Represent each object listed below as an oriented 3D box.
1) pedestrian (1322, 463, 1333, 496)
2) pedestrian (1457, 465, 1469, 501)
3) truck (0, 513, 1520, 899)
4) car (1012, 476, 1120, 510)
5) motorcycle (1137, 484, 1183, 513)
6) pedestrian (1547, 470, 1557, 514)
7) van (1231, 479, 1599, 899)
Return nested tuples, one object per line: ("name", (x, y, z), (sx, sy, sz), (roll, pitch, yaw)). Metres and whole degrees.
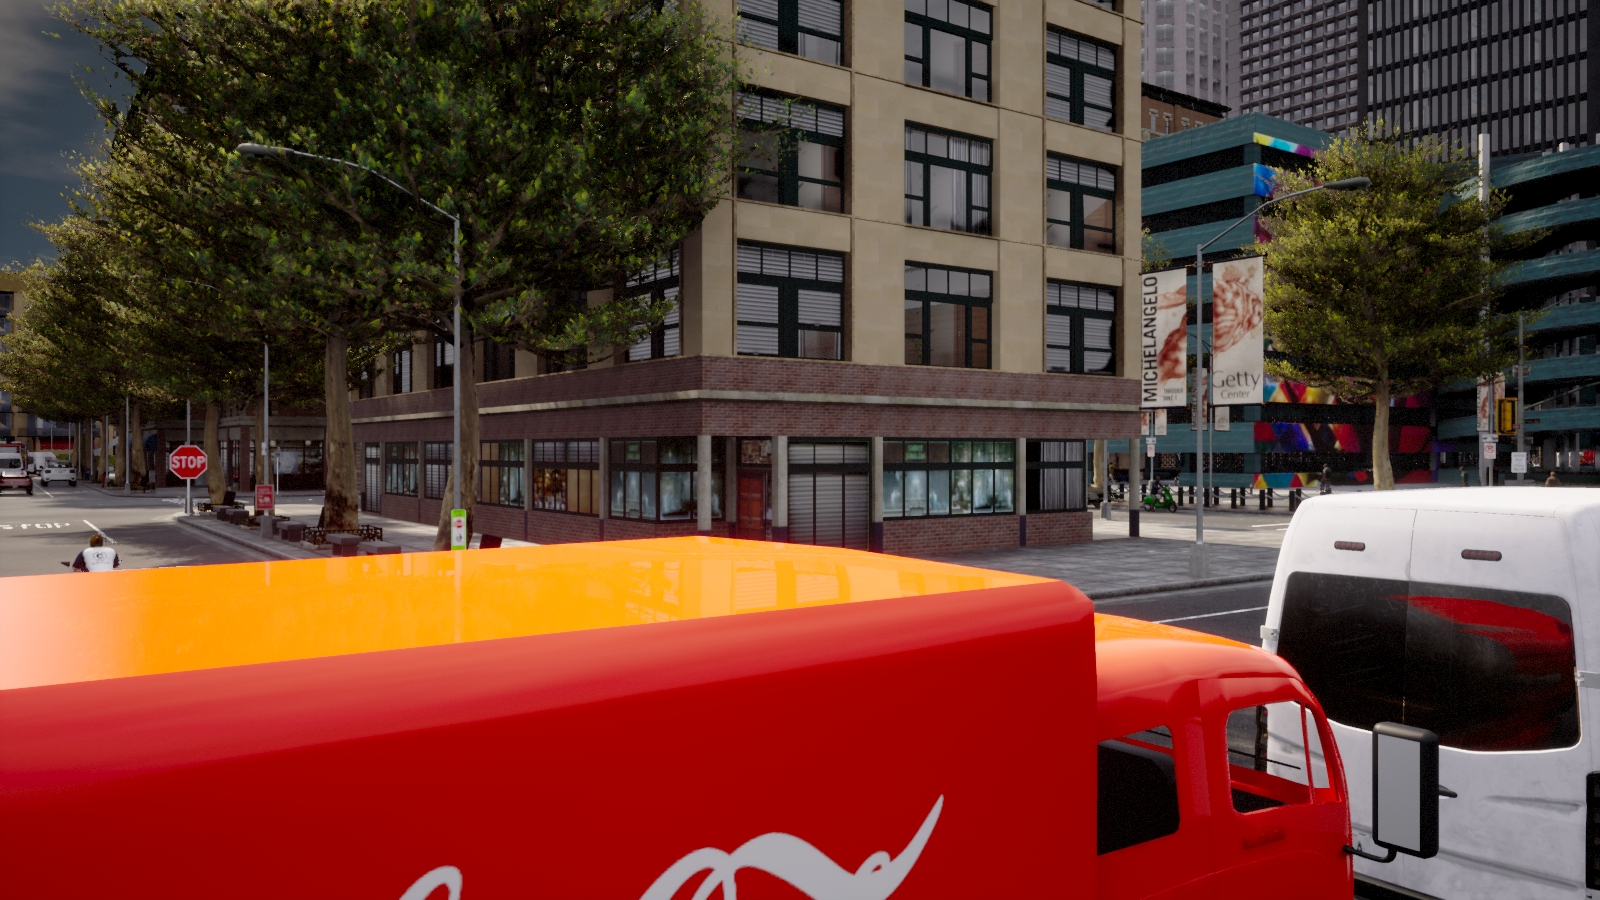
("pedestrian", (30.074, 1.673, 65.131), (0.375, 1.860, 0.375), (0, 0, -29))
("pedestrian", (33.750, 1.673, 58.127), (0.375, 1.860, 0.375), (0, 0, -27))
("truck", (-0.425, 1.567, 3.494), (5.204, 2.467, 2.627), (0, 0, -35))
("car", (12.913, 2.045, 55.772), (2.231, 1.480, 4.892), (0, 0, -35))
("motorcycle", (16.126, 2.166, 51.225), (0.856, 1.236, 1.805), (0, 0, -35))
("pedestrian", (32.789, 1.828, 49.815), (0.375, 1.860, 0.375), (0, 0, 34))
("van", (5.568, 1.531, 7.705), (5.915, 2.561, 1.988), (0, 0, -35))
